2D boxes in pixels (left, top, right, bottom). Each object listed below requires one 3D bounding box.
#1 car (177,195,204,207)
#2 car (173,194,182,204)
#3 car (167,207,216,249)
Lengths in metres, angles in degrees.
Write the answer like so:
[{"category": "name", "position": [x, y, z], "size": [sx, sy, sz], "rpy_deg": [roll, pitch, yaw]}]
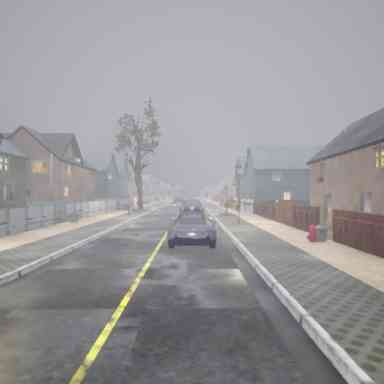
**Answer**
[{"category": "car", "position": [0.000, 1.402, 29.629], "size": [2.097, 1.767, 4.553], "rpy_deg": [0, 0, 0]}, {"category": "car", "position": [-2.750, 1.469, 68.641], "size": [2.150, 2.045, 5.566], "rpy_deg": [0, 0, 0]}, {"category": "car", "position": [0.000, 1.583, 14.654], "size": [1.994, 1.385, 4.181], "rpy_deg": [0, 0, 0]}]
